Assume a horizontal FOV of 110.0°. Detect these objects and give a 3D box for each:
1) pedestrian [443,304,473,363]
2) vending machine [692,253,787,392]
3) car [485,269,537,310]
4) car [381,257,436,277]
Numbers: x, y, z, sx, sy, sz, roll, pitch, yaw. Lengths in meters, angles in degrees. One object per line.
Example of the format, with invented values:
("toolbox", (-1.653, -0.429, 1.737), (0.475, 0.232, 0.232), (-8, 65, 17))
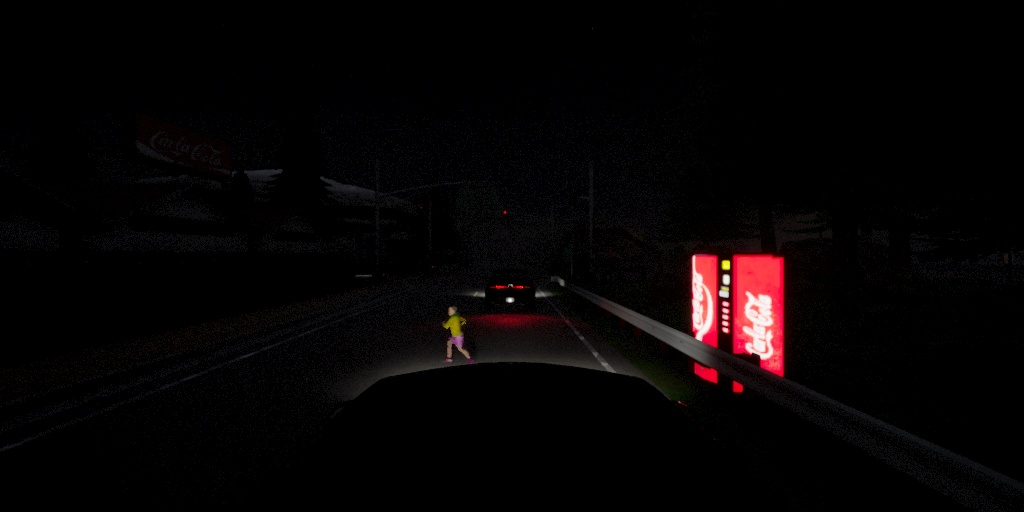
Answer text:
("pedestrian", (-0.987, 1.421, 6.488), (0.500, 1.100, 0.500), (0, 0, 0))
("vending machine", (3.474, 0.943, 5.596), (1.100, 2.100, 0.880), (0, 0, 0))
("car", (-0.058, 1.248, 14.623), (1.837, 1.490, 4.892), (0, 0, 0))
("car", (-9.374, 1.083, 32.534), (4.892, 1.490, 1.837), (1, -1, 3))
